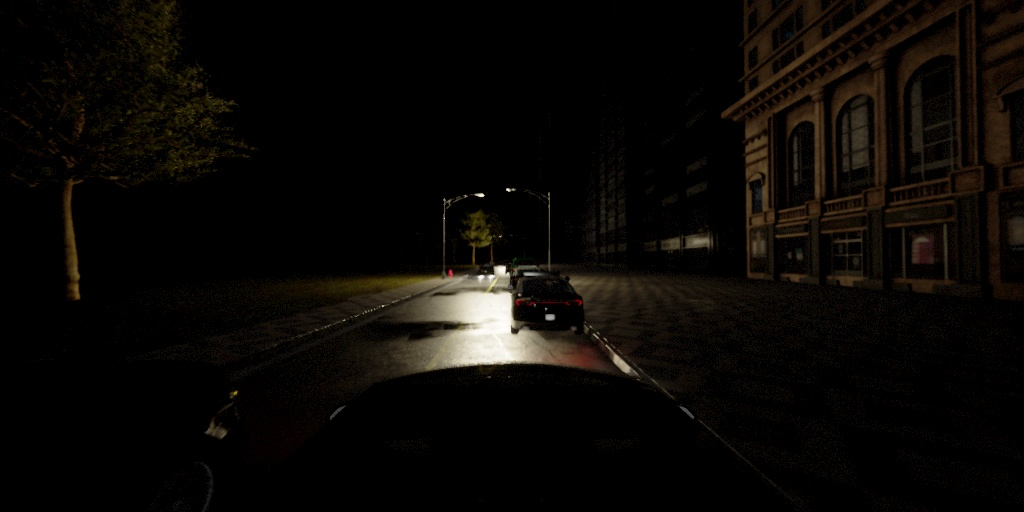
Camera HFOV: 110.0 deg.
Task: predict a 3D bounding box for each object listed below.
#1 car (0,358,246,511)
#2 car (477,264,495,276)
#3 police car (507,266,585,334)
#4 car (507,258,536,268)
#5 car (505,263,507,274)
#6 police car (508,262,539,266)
[{"bbox_3d":[-3.099,1.270,1.106,1.812,1.442,4.674,0,-1,0],"label":"car"},{"bbox_3d":[-3.093,1.642,43.752,1.994,1.385,4.181,0,0,0],"label":"car"},{"bbox_3d":[0.899,1.256,11.041,1.930,1.638,5.238,0,0,0],"label":"police car"},{"bbox_3d":[0.896,1.182,26.963,2.150,2.045,5.566,0,0,0],"label":"car"},{"bbox_3d":[0.007,1.649,47.190,2.033,1.411,5.357,0,0,1],"label":"car"},{"bbox_3d":[0.899,1.338,21.041,1.930,1.638,5.238,0,0,0],"label":"police car"}]
